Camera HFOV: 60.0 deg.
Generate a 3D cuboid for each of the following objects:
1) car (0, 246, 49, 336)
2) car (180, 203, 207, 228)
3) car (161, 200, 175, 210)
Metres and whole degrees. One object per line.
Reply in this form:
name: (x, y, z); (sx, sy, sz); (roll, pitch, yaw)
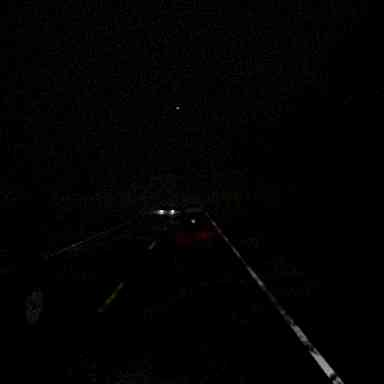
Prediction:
car: (-3.603, 1.532, 4.316); (2.128, 1.511, 4.902); (0, -1, 0)
car: (0.086, 1.743, 24.002); (1.812, 1.442, 4.674); (0, 0, 0)
car: (-3.531, 1.934, 49.901); (1.882, 1.535, 5.008); (0, -1, 0)
